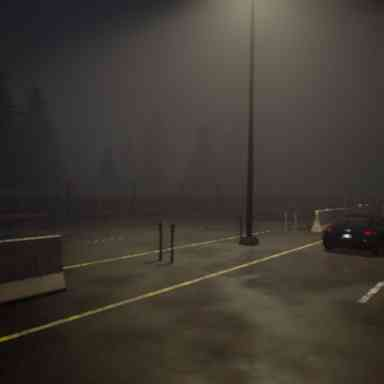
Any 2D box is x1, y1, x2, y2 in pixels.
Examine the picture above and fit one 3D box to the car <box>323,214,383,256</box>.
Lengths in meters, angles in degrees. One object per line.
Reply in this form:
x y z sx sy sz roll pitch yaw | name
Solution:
6.899 1.570 13.484 1.994 1.385 4.181 1 1 41 | car
